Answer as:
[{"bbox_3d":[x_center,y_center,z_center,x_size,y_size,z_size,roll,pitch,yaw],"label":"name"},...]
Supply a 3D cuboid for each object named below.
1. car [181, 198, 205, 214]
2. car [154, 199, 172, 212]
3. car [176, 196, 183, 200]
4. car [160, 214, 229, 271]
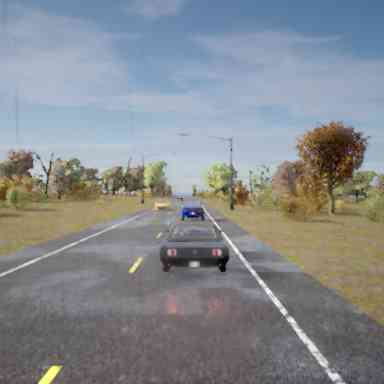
[{"bbox_3d":[0.083,1.602,29.392,1.882,1.535,5.008,0,0,0],"label":"car"},{"bbox_3d":[-3.602,1.660,41.852,1.882,1.535,5.008,0,0,0],"label":"car"},{"bbox_3d":[-3.461,1.787,90.983,1.882,1.535,5.008,0,0,-2],"label":"car"},{"bbox_3d":[0.078,1.647,11.083,1.895,1.301,4.718,0,0,0],"label":"car"}]
